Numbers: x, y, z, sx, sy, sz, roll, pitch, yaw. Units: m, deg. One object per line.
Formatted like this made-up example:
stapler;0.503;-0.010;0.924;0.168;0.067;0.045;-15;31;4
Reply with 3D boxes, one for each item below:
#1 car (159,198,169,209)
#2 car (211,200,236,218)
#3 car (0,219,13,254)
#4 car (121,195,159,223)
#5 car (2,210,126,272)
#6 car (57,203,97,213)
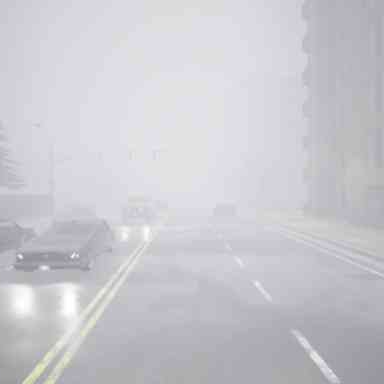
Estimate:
car;-4.840;1.507;43.810;1.882;1.535;5.008;1;-1;-34
car;2.804;1.466;30.501;1.882;1.535;5.008;0;0;-1
car;-7.342;1.639;11.488;1.895;1.301;4.718;0;0;-1
car;-4.140;1.246;26.423;2.150;2.045;5.566;0;0;-1
car;-3.834;1.567;11.188;2.033;1.411;5.357;0;0;-1
car;-7.566;1.532;21.953;2.128;1.511;4.902;0;0;-1
